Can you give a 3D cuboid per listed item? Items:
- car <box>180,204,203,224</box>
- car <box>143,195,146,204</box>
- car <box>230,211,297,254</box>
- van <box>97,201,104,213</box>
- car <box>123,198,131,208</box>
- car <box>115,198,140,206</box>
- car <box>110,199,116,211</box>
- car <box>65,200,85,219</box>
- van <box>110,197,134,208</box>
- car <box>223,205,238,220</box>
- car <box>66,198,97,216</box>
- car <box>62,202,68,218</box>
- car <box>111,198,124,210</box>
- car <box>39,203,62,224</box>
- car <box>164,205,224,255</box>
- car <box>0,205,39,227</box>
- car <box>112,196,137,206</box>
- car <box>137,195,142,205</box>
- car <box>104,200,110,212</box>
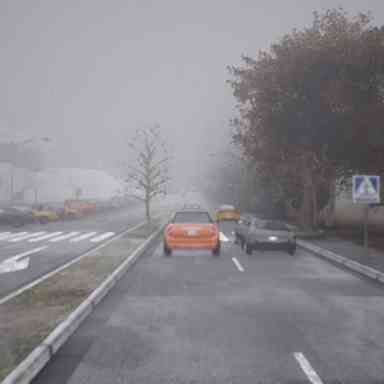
[{"bbox_3d":[-0.006,1.874,29.323,1.837,1.490,4.892,0,-1,0],"label":"car"},{"bbox_3d":[-13.855,2.102,77.689,4.553,1.767,2.185,-1,0,-20],"label":"car"},{"bbox_3d":[3.000,1.717,14.314,1.994,1.385,4.181,0,-1,0],"label":"car"},{"bbox_3d":[-13.786,1.826,41.922,4.442,1.987,1.878,0,-1,-20],"label":"van"},{"bbox_3d":[-13.883,2.235,59.777,4.674,1.452,2.002,-1,0,-20],"label":"car"},{"bbox_3d":[-13.878,2.220,71.714,4.892,1.521,2.231,-1,0,-20],"label":"car"},{"bbox_3d":[-13.916,2.150,47.824,4.792,1.488,2.163,-1,0,-20],"label":"car"},{"bbox_3d":[-13.720,1.914,32.983,5.366,1.575,1.946,0,-1,-20],"label":"car"},{"bbox_3d":[-13.780,1.983,65.792,4.442,1.987,1.878,-1,0,-20],"label":"van"},{"bbox_3d":[2.996,1.847,29.501,1.882,1.535,5.008,0,-1,0],"label":"car"},{"bbox_3d":[-13.864,1.884,38.894,4.553,1.767,2.185,0,-1,-20],"label":"car"},{"bbox_3d":[-13.920,1.899,29.921,4.792,1.488,2.163,0,-1,-20],"label":"car"},{"bbox_3d":[-13.717,2.139,50.893,5.366,1.575,1.946,-1,-1,-20],"label":"car"},{"bbox_3d":[-13.722,1.817,27.018,5.366,1.575,1.946,0,-1,-20],"label":"car"},{"bbox_3d":[-0.002,1.500,14.089,2.097,1.767,4.553,0,-1,0],"label":"car"},{"bbox_3d":[-13.891,1.816,23.969,4.674,1.452,2.002,0,-1,-20],"label":"car"},{"bbox_3d":[-13.916,1.954,62.749,5.566,2.045,2.435,-1,0,-20],"label":"car"},{"bbox_3d":[-13.863,1.963,68.746,5.566,2.045,2.435,-1,0,-20],"label":"car"},{"bbox_3d":[-13.885,2.126,44.852,4.674,1.452,2.002,-1,0,-20],"label":"car"}]
